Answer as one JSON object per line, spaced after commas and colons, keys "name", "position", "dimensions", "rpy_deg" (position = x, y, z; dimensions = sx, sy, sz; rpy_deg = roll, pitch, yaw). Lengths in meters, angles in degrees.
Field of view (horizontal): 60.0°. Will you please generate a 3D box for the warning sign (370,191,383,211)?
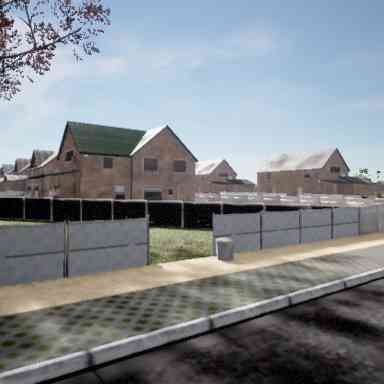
{"name": "warning sign", "position": [17.896, 0.877, 31.797], "dimensions": [1.300, 1.860, 1.060], "rpy_deg": [-1, 0, -36]}
